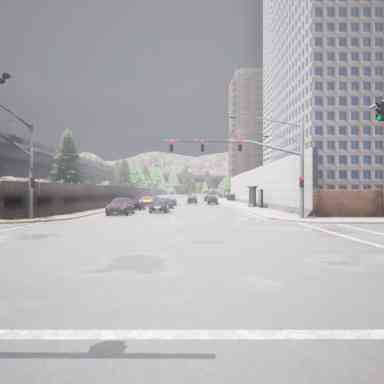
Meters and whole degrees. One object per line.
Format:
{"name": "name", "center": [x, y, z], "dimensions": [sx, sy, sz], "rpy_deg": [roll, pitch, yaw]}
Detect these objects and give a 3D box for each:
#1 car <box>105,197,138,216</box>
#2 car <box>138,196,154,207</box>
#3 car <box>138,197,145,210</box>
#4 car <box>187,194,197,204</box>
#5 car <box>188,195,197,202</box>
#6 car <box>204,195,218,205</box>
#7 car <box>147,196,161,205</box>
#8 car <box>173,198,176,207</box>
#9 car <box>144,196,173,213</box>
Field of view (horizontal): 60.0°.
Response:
{"name": "car", "center": [-7.059, 1.352, 32.911], "dimensions": [2.097, 1.767, 4.553], "rpy_deg": [0, 0, 0]}
{"name": "car", "center": [-7.034, 1.478, 51.413], "dimensions": [1.882, 1.535, 5.008], "rpy_deg": [0, 0, 0]}
{"name": "car", "center": [-7.049, 1.601, 41.897], "dimensions": [1.895, 1.301, 4.718], "rpy_deg": [0, 0, 0]}
{"name": "car", "center": [0.068, 1.478, 64.285], "dimensions": [1.882, 1.535, 5.008], "rpy_deg": [0, 0, 0]}
{"name": "car", "center": [0.078, 1.328, 74.507], "dimensions": [1.837, 1.490, 4.892], "rpy_deg": [0, 0, 0]}
{"name": "car", "center": [3.664, 1.501, 60.753], "dimensions": [1.837, 1.490, 4.892], "rpy_deg": [0, -1, 0]}
{"name": "car", "center": [-6.999, 1.478, 61.486], "dimensions": [1.882, 1.535, 5.008], "rpy_deg": [0, 0, 1]}
{"name": "car", "center": [-3.550, 1.564, 45.416], "dimensions": [1.994, 1.385, 4.181], "rpy_deg": [0, 0, -1]}
{"name": "car", "center": [-3.550, 1.492, 36.497], "dimensions": [2.128, 1.511, 4.902], "rpy_deg": [0, 0, 0]}
